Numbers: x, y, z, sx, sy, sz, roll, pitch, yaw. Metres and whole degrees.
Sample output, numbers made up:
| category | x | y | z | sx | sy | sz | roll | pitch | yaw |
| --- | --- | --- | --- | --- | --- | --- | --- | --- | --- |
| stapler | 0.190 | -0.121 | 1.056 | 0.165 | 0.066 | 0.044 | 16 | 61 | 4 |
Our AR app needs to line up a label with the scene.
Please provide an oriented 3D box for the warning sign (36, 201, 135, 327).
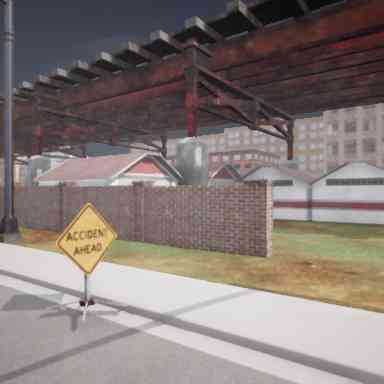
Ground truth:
| category | x | y | z | sx | sy | sz | roll | pitch | yaw |
| --- | --- | --- | --- | --- | --- | --- | --- | --- | --- |
| warning sign | -1.844 | 1.114 | 5.860 | 1.060 | 1.860 | 1.300 | 0 | 0 | 36 |
